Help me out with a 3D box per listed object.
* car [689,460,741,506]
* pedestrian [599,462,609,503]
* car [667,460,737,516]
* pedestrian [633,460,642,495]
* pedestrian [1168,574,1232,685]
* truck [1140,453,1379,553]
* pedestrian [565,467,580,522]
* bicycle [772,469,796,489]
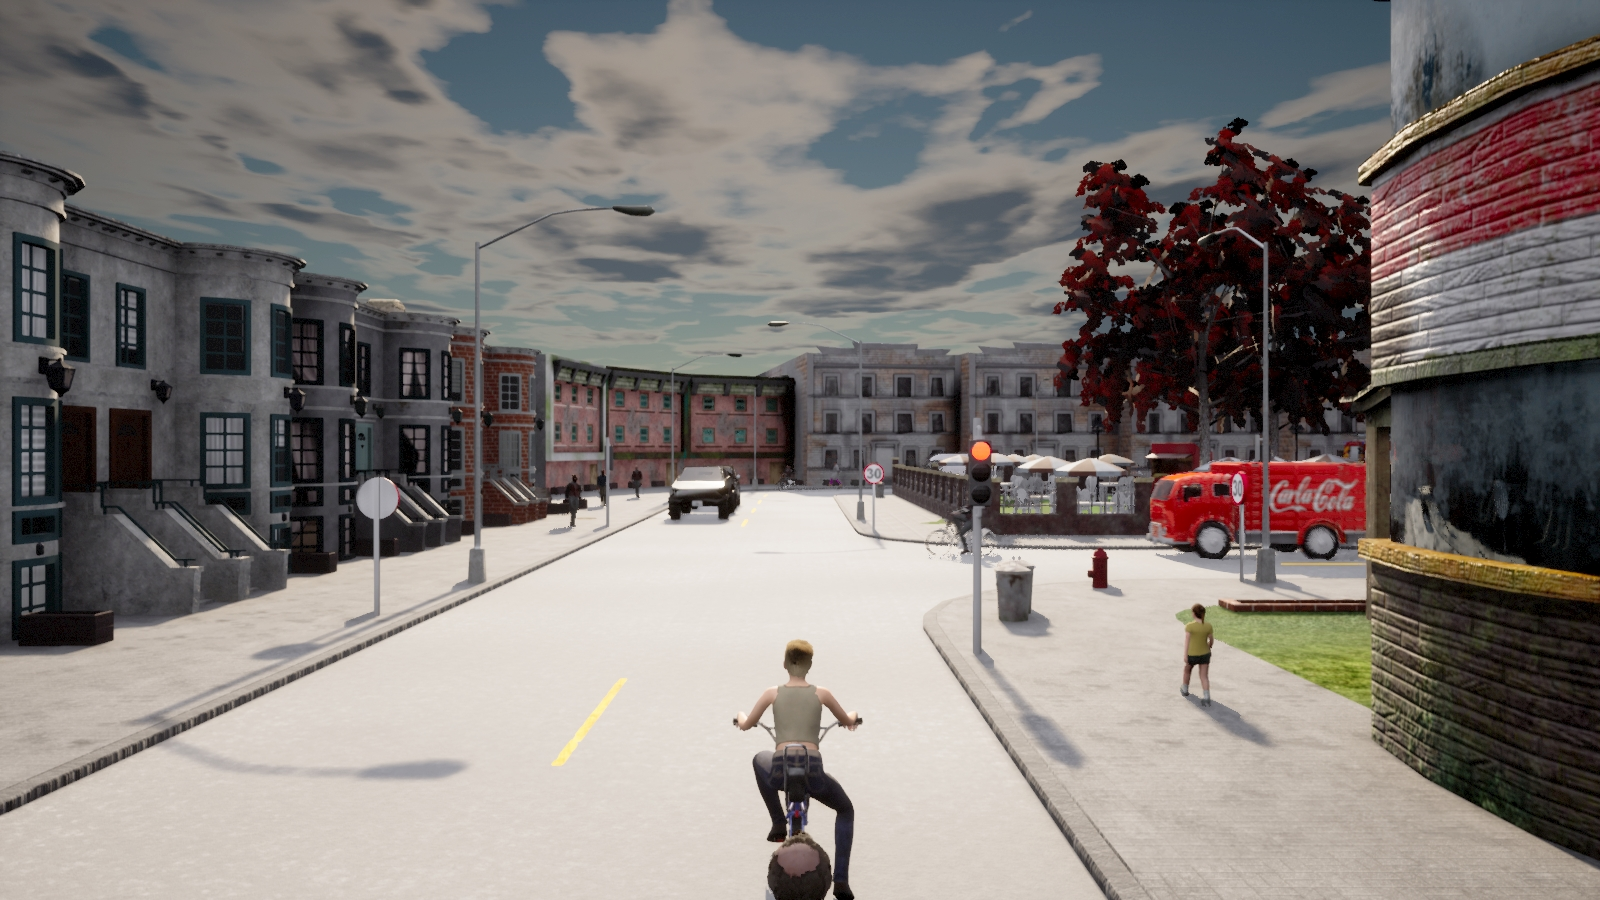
[{"bbox_3d":[-4.051,1.538,55.431,2.150,2.045,5.566,0,0,0],"label":"car"},{"bbox_3d":[-9.074,1.503,52.850,0.375,1.860,0.375,0,0,-20],"label":"pedestrian"},{"bbox_3d":[-3.997,1.515,47.708,2.390,2.098,6.274,0,0,0],"label":"car"},{"bbox_3d":[-8.892,1.501,62.517,0.375,1.860,0.375,0,0,7],"label":"pedestrian"},{"bbox_3d":[4.257,1.899,12.180,0.500,1.100,0.500,0,0,0],"label":"pedestrian"},{"bbox_3d":[11.914,1.333,29.945,5.204,2.467,2.627,0,0,0],"label":"truck"},{"bbox_3d":[-7.759,1.509,38.935,0.375,1.860,0.375,0,0,-40],"label":"pedestrian"},{"bbox_3d":[-1.027,1.912,75.572,0.329,1.271,1.835,4,3,44],"label":"bicycle"}]
